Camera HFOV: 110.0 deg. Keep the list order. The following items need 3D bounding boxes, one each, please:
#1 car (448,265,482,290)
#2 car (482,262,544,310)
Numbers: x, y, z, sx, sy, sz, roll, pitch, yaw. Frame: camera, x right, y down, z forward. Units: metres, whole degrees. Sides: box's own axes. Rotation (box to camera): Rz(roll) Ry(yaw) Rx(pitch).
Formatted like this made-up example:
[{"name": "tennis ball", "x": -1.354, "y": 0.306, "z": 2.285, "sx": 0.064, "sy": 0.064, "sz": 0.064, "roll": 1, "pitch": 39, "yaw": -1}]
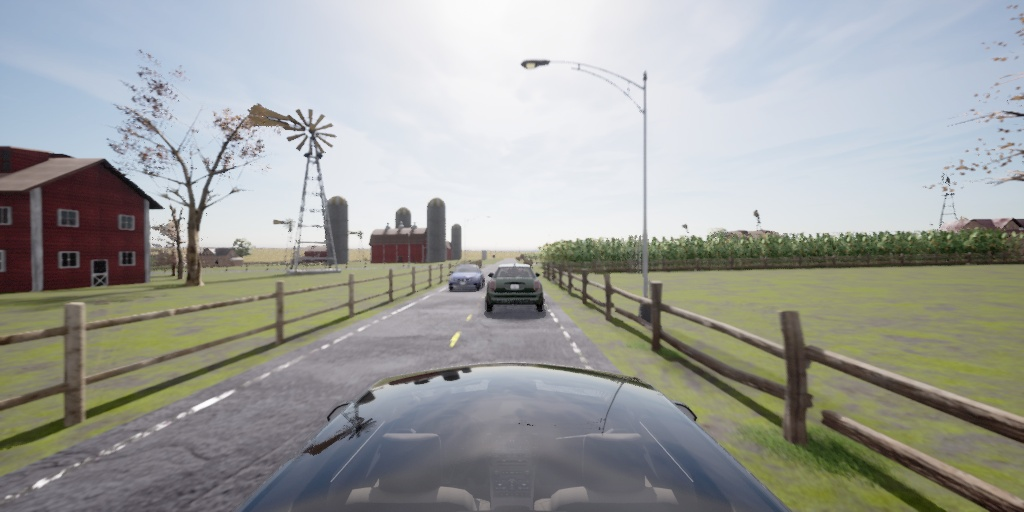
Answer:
[{"name": "car", "x": -2.757, "y": 1.279, "z": 22.459, "sx": 1.812, "sy": 1.442, "sz": 4.674, "roll": 0, "pitch": 0, "yaw": 0}, {"name": "car", "x": 0.095, "y": 1.103, "z": 14.740, "sx": 2.097, "sy": 1.767, "sz": 4.553, "roll": 0, "pitch": 0, "yaw": 0}]
